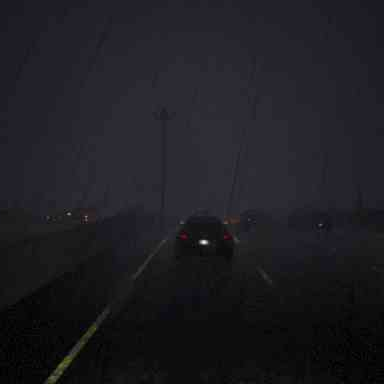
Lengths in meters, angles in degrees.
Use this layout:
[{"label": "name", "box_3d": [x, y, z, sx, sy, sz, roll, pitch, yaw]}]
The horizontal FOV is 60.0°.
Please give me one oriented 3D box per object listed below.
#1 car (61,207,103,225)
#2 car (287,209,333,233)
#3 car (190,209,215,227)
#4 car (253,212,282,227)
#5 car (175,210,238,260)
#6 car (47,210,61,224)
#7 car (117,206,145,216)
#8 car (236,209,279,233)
[{"label": "car", "box_3d": [-9.667, 2.113, 30.200, 2.097, 1.767, 4.553, 0, -5, 2]}, {"label": "car", "box_3d": [7.740, 1.881, 22.246, 2.128, 1.511, 4.902, 0, -3, 2]}, {"label": "car", "box_3d": [1.009, 2.454, 31.367, 2.128, 1.511, 4.902, 0, -5, 2]}, {"label": "car", "box_3d": [8.165, 3.104, 36.558, 2.033, 1.411, 5.357, 0, -6, 2]}, {"label": "car", "box_3d": [0.448, 1.600, 12.652, 1.994, 1.385, 4.181, 0, -1, 2]}, {"label": "car", "box_3d": [-13.021, 2.598, 33.970, 1.837, 1.490, 4.892, 0, -6, 2]}, {"label": "car", "box_3d": [-6.020, 2.426, 33.819, 2.150, 2.045, 5.566, 0, -5, 2]}, {"label": "car", "box_3d": [4.214, 1.876, 22.078, 1.812, 1.442, 4.674, 0, -3, 2]}]
